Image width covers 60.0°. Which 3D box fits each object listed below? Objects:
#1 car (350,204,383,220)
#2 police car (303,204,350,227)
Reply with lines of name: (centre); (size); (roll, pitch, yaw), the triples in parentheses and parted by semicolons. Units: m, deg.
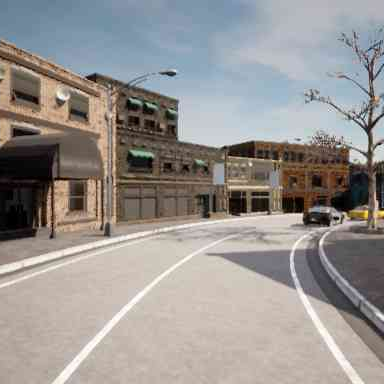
car: (17.095, 1.968, 32.213); (5.366, 1.575, 1.801); (1, 0, -37)
police car: (10.292, 1.778, 25.717); (1.930, 1.638, 5.238); (0, -1, 39)
